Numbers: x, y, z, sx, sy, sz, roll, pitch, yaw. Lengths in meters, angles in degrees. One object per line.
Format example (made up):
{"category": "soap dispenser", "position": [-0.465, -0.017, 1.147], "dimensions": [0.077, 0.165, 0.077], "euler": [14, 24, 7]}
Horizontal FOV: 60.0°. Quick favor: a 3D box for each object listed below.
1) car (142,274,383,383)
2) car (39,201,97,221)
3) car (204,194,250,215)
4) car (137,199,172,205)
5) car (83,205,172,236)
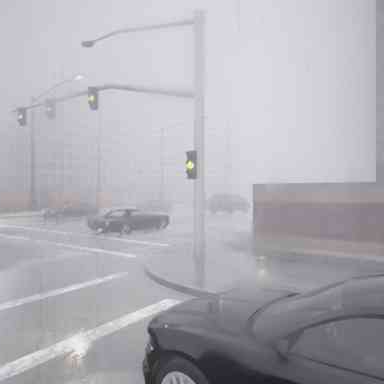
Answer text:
{"category": "car", "position": [1.759, 1.478, 2.751], "dimensions": [5.008, 1.535, 1.882], "euler": [0, 0, 37]}
{"category": "car", "position": [-10.075, 1.489, 27.417], "dimensions": [2.128, 1.511, 4.902], "euler": [0, 0, 34]}
{"category": "car", "position": [3.954, 1.219, 34.447], "dimensions": [2.150, 2.045, 5.566], "euler": [0, 0, 36]}
{"category": "car", "position": [-4.146, 1.502, 35.555], "dimensions": [1.837, 1.490, 4.892], "euler": [0, 0, 36]}
{"category": "car", "position": [-3.314, 1.599, 18.458], "dimensions": [1.895, 1.301, 4.718], "euler": [0, 0, 35]}
